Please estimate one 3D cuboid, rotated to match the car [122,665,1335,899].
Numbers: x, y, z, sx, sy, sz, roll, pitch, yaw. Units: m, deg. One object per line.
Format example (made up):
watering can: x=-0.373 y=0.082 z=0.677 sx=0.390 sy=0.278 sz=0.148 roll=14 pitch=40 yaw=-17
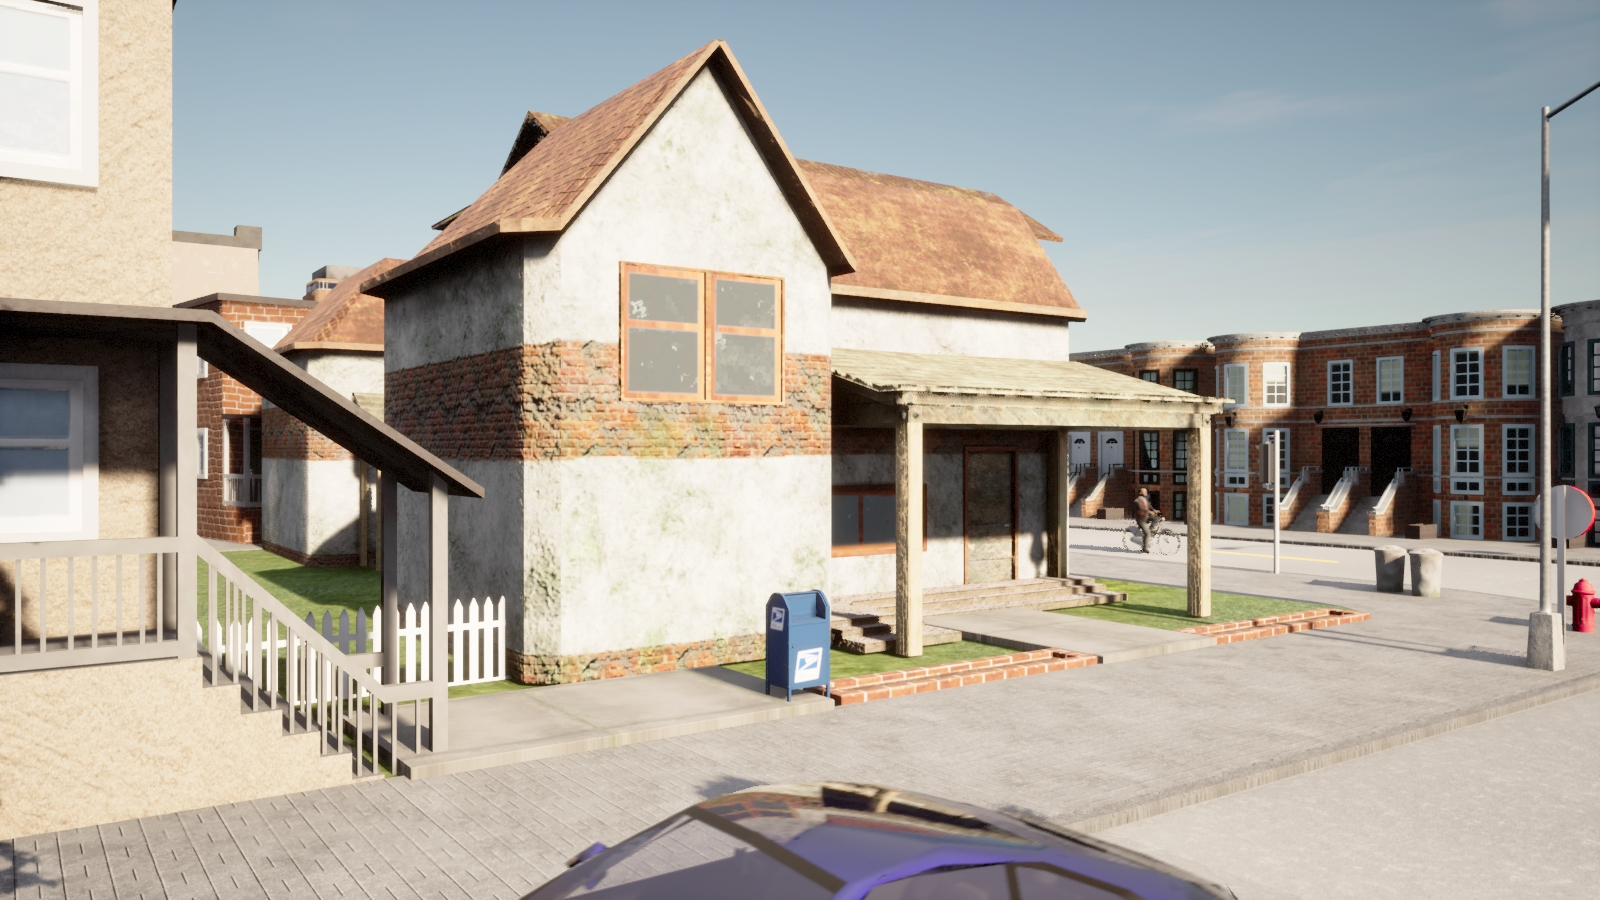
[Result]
car: x=-0.066 y=1.896 z=4.350 sx=4.181 sy=1.385 sz=1.994 roll=0 pitch=0 yaw=-35
